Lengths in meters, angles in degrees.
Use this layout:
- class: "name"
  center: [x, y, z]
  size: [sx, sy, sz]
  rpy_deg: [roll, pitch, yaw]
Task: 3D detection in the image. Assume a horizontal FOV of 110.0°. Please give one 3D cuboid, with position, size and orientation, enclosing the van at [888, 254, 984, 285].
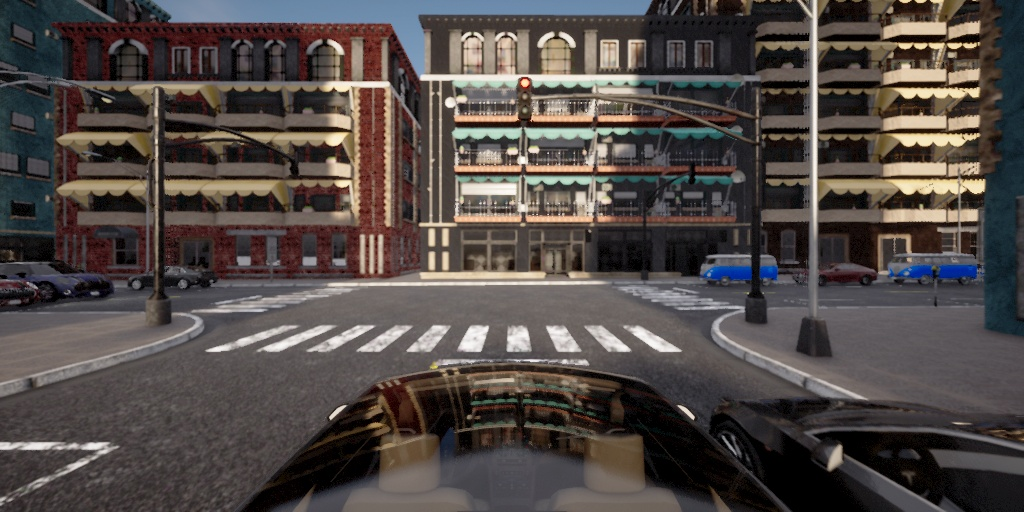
- class: "van"
  center: [24.390, 0.750, 20.923]
  size: [3.998, 1.789, 1.690]
  rpy_deg: [0, 0, 0]

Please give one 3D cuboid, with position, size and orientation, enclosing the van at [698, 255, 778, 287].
- class: "van"
  center: [13.110, 0.818, 20.877]
  size: [3.998, 1.789, 1.690]
  rpy_deg: [0, 0, 0]

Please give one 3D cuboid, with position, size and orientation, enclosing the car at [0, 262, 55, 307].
- class: "car"
  center: [-19.641, 1.130, 12.731]
  size: [4.097, 1.591, 1.967]
  rpy_deg: [0, 0, 0]

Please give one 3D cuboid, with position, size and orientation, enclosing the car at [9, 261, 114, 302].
- class: "car"
  center: [-20.190, 1.040, 15.422]
  size: [4.553, 1.767, 2.097]
  rpy_deg: [0, 0, 0]

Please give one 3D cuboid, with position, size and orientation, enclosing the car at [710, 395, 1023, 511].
- class: "car"
  center: [2.567, 1.321, 1.319]
  size: [1.948, 1.339, 4.313]
  rpy_deg: [0, 0, 0]

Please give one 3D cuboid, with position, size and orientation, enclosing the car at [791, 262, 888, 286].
- class: "car"
  center: [18.750, 1.025, 20.900]
  size: [4.207, 1.307, 1.802]
  rpy_deg: [0, 0, 0]

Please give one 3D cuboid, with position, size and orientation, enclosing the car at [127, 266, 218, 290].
- class: "car"
  center: [-19.675, 1.233, 20.870]
  size: [4.403, 1.370, 2.007]
  rpy_deg: [0, 0, 0]
